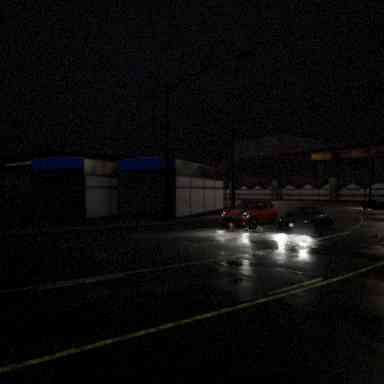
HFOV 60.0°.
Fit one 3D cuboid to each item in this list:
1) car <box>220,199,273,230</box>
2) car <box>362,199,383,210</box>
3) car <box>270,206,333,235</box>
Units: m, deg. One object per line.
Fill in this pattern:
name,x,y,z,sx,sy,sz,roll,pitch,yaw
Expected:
car,3.728,1.347,21.146,2.097,1.767,4.553,0,0,40
car,23.097,1.554,41.751,1.994,1.385,4.181,0,0,5
car,6.521,1.560,19.045,1.994,1.385,4.181,0,0,40
